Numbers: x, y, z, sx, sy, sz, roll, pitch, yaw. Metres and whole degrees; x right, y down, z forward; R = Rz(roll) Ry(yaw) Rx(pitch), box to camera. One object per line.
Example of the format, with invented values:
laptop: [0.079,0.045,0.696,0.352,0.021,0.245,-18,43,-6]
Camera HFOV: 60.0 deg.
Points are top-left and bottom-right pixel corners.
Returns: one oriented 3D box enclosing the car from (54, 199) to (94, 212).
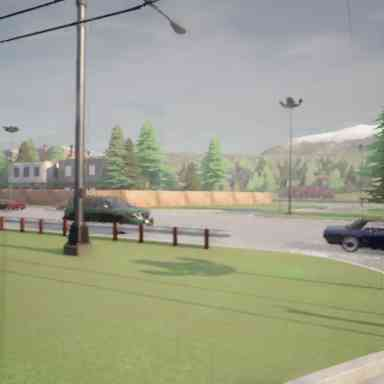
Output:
car: [-14.259,1.592,40.343,4.181,1.385,1.994,1,0,17]

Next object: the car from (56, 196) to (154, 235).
car: [-4.914,1.253,19.315,5.566,2.045,2.150,1,0,26]

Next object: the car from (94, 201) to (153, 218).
car: [-6.564,1.618,31.788,5.357,1.411,2.033,0,0,26]

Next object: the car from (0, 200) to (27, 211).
car: [-21.744,1.546,39.166,4.718,1.301,1.895,0,0,26]

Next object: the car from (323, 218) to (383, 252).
car: [7.761,1.737,13.152,4.718,1.301,1.895,0,0,26]
